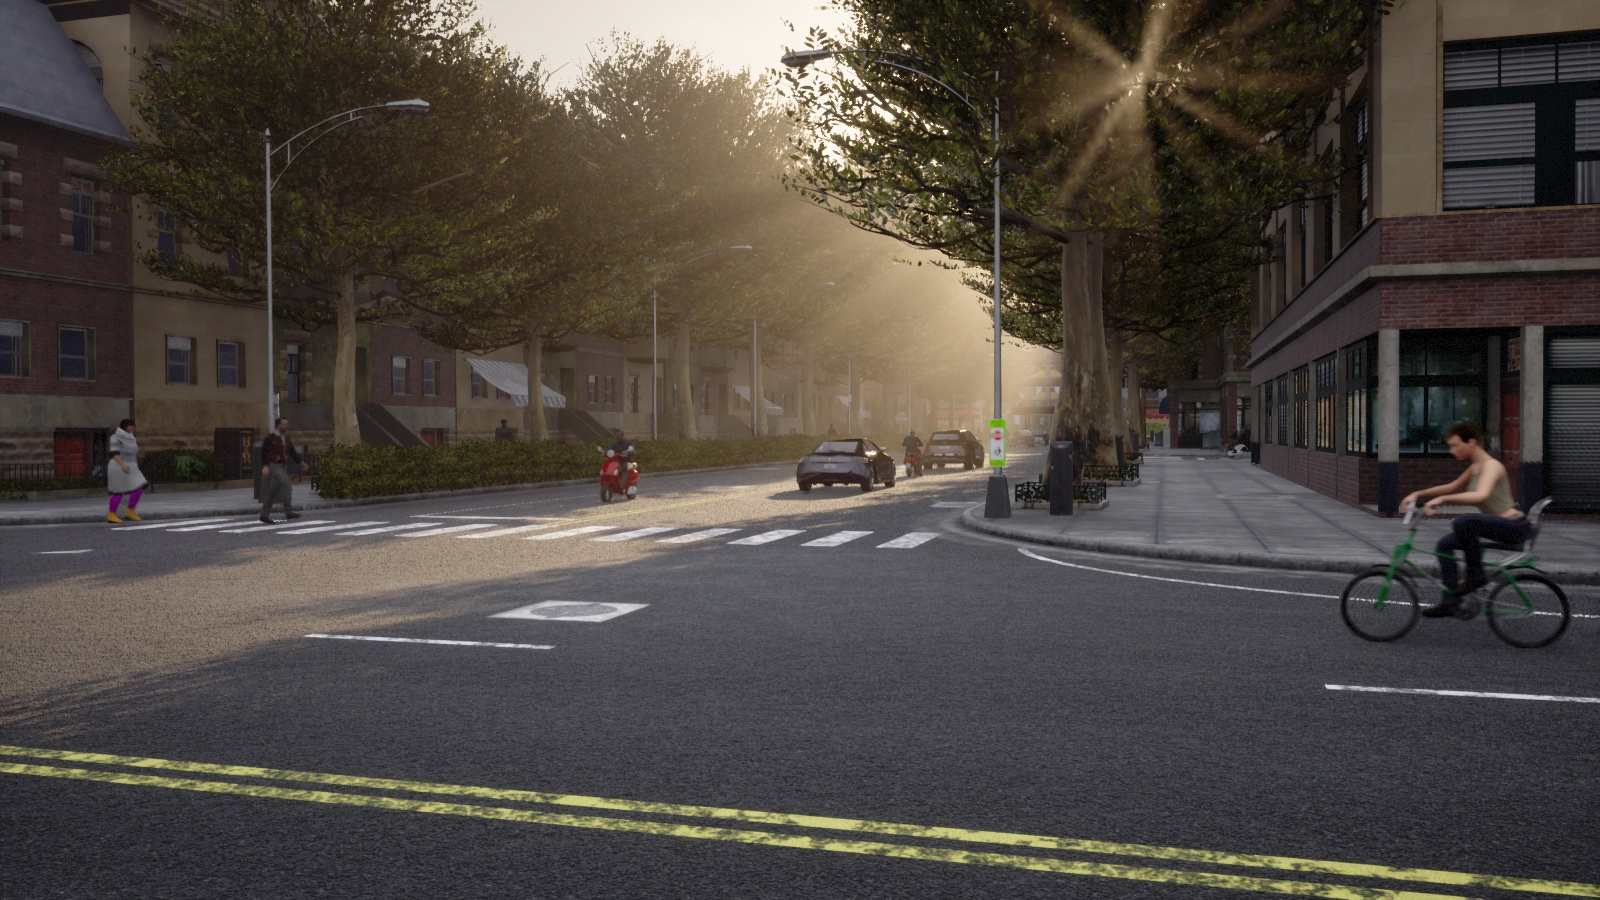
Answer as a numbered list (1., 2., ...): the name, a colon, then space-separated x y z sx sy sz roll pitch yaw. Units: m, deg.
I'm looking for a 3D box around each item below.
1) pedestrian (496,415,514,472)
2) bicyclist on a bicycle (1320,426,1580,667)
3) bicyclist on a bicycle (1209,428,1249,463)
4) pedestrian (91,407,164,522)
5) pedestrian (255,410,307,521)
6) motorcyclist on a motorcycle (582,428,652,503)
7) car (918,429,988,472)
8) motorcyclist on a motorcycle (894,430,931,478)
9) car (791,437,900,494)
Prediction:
1. pedestrian: -9.751 -0.217 41.472 0.353 1.847 0.614 0 1 10
2. bicyclist on a bicycle: 4.599 0.636 9.017 1.509 1.612 0.866 0 1 17
3. bicyclist on a bicycle: 22.120 -0.257 64.757 1.843 1.776 0.659 1 1 15
4. pedestrian: -11.618 0.239 21.704 0.873 1.952 0.659 0 1 8
5. pedestrian: -8.808 0.259 21.318 0.720 1.854 0.376 0 1 14
6. motorcyclist on a motorcycle: -4.026 0.320 27.774 0.866 1.590 1.817 0 1 16
7. car: 6.210 -0.028 50.496 2.033 1.649 4.856 0 1 16
8. motorcyclist on a motorcycle: 3.779 0.120 42.098 0.866 1.590 1.817 0 1 16
9. car: 1.294 0.359 33.529 1.994 1.385 4.181 0 1 16
